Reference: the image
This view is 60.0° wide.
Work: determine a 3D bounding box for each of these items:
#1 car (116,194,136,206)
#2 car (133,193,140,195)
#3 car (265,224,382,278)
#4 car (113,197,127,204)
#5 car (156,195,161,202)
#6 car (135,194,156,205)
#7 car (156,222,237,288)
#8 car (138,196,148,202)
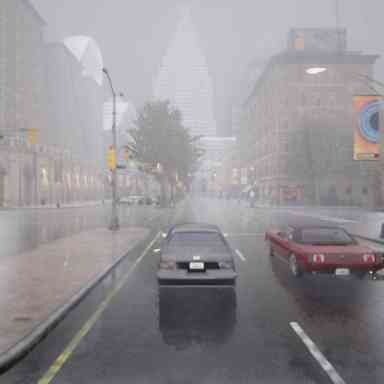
[{"bbox_3d":[-11.645,1.607,58.759,1.812,1.442,4.674,0,0,0],"label":"car"},{"bbox_3d":[-11.604,1.320,68.773,2.150,2.045,5.566,0,0,0],"label":"car"},{"bbox_3d":[3.586,1.615,10.154,1.895,1.301,4.718,0,0,0],"label":"car"},{"bbox_3d":[-14.853,1.690,69.024,1.895,1.301,4.718,0,0,0],"label":"car"},{"bbox_3d":[-8.104,1.621,68.819,1.812,1.442,4.674,0,0,0],"label":"car"},{"bbox_3d":[-8.146,1.573,59.051,2.128,1.511,4.902,0,0,0],"label":"car"},{"bbox_3d":[0.087,1.561,9.340,2.033,1.411,5.357,0,0,0],"label":"car"},{"bbox_3d":[-11.619,1.633,79.040,1.812,1.442,4.674,0,0,0],"label":"car"}]
